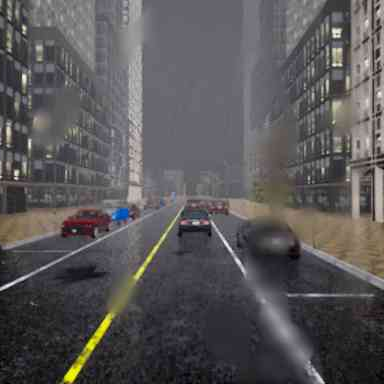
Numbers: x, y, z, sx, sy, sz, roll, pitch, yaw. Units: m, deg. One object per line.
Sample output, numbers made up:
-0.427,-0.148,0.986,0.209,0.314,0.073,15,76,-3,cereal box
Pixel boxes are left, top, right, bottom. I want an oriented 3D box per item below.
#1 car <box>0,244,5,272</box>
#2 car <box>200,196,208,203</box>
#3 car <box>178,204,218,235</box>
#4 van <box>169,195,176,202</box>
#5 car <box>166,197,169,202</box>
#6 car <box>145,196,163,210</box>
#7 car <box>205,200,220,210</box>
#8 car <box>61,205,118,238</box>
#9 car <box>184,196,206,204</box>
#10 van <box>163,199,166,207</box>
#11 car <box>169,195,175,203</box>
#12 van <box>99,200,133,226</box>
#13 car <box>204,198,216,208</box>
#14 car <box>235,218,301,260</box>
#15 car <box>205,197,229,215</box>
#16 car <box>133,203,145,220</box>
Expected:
-5.674,1.583,6.852,2.008,1.369,4.403,0,0,0,car
2.854,1.773,80.818,1.967,1.590,4.097,0,0,0,car
0.138,1.633,19.204,2.033,1.411,5.357,0,0,0,car
-5.504,1.717,92.235,1.690,1.788,3.998,0,0,0,van
-5.572,1.811,58.082,1.947,1.339,4.313,0,0,0,car
-5.594,1.641,46.697,1.967,1.590,4.097,0,0,0,car
2.786,1.782,46.666,1.802,1.307,4.206,0,0,0,car
-5.651,1.627,18.237,1.887,1.381,4.507,0,0,0,car
0.175,1.517,37.995,2.097,1.767,4.553,0,0,0,car
-5.582,1.564,52.391,1.690,1.788,3.998,0,0,0,van
-5.527,1.858,80.680,1.752,1.417,4.829,0,0,0,car
-5.639,1.448,23.930,1.690,1.788,3.998,0,0,0,van
2.797,1.748,52.529,1.752,1.417,4.829,0,0,0,car
2.718,1.622,12.515,1.947,1.339,4.313,0,0,0,car
2.764,1.594,35.282,1.967,1.590,4.097,0,0,0,car
-5.629,1.713,29.621,1.802,1.307,4.206,0,0,0,car
